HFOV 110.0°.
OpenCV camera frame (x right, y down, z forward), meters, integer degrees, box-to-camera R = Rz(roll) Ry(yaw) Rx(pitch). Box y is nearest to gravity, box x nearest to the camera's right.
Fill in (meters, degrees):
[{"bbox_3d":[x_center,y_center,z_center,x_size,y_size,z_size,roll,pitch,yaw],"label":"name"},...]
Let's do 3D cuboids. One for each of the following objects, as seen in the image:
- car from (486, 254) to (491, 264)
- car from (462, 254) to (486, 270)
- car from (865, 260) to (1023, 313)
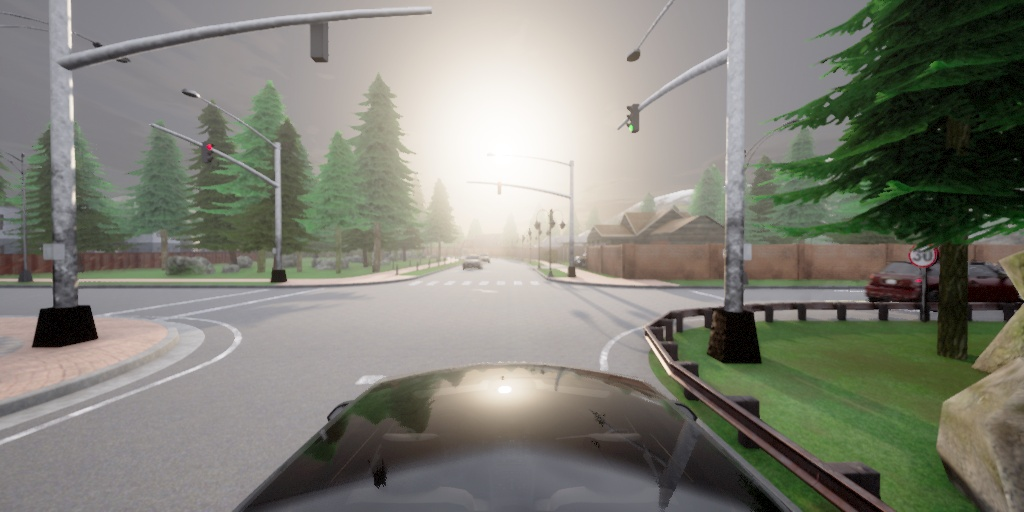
[{"bbox_3d":[-4.262,0.386,54.621,1.837,1.490,4.892,0,1,-1],"label":"car"},{"bbox_3d":[-4.073,0.658,37.417,1.837,1.490,4.892,0,1,0],"label":"car"},{"bbox_3d":[15.242,0.917,12.387,4.553,1.767,2.097,0,1,1],"label":"car"}]
